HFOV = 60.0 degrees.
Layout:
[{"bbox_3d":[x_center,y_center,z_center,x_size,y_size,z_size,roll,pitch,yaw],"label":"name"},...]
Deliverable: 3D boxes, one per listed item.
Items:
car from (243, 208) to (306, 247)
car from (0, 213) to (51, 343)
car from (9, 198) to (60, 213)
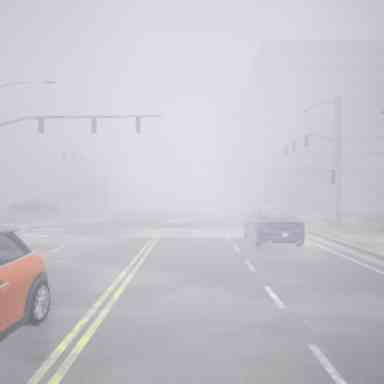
[{"bbox_3d":[3.502,1.446,14.963,1.882,1.535,5.008,0,0,0],"label":"car"},{"bbox_3d":[-3.573,1.343,4.013,2.097,1.767,4.553,0,0,0],"label":"car"},{"bbox_3d":[-16.333,1.405,34.466,5.008,1.535,1.882,0,0,3],"label":"car"}]
